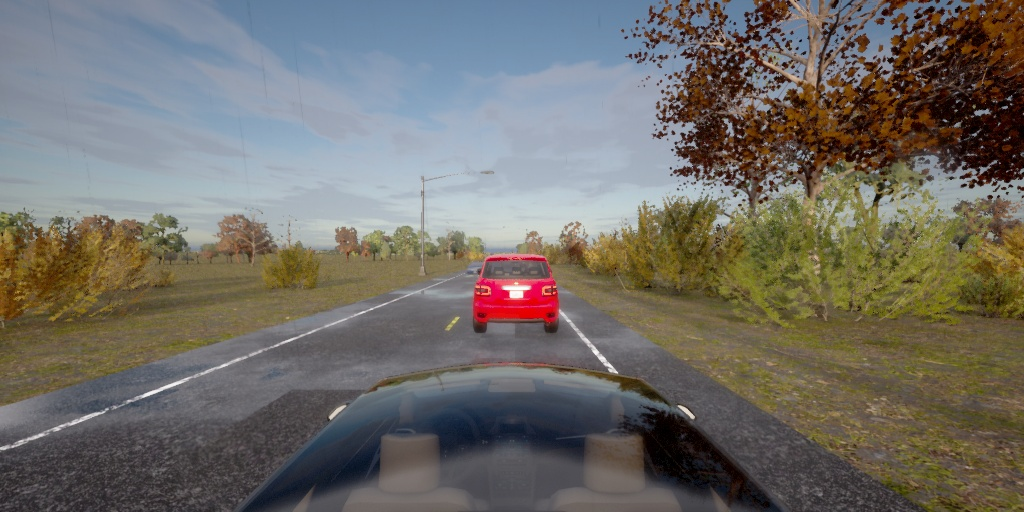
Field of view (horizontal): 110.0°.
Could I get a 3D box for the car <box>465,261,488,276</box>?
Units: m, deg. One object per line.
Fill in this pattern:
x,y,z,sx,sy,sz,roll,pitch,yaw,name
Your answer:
-3.738,1.285,38.752,2.033,1.411,5.357,0,0,0,car

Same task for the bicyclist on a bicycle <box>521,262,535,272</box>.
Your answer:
0.938,1.114,18.570,0.659,1.776,1.843,0,0,0,bicyclist on a bicycle

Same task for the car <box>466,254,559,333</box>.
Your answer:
0.089,0.968,10.864,2.150,2.045,5.566,0,0,0,car

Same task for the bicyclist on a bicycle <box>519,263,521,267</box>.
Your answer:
0.895,1.110,28.583,0.659,1.776,1.843,0,0,0,bicyclist on a bicycle
